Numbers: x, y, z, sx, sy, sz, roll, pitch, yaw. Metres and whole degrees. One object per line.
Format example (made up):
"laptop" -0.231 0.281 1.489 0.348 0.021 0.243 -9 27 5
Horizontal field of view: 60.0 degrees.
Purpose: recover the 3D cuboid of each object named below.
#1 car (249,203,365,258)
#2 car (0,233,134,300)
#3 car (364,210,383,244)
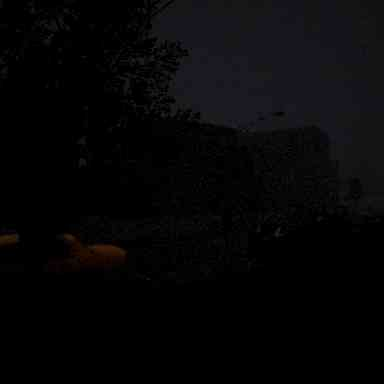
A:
"car" 4.899 1.516 14.428 5.566 2.045 2.435 2 1 -41
"car" -3.969 1.606 7.358 5.366 1.575 1.946 2 1 -35
"car" 9.079 1.859 18.187 4.892 1.521 2.231 2 1 -43
